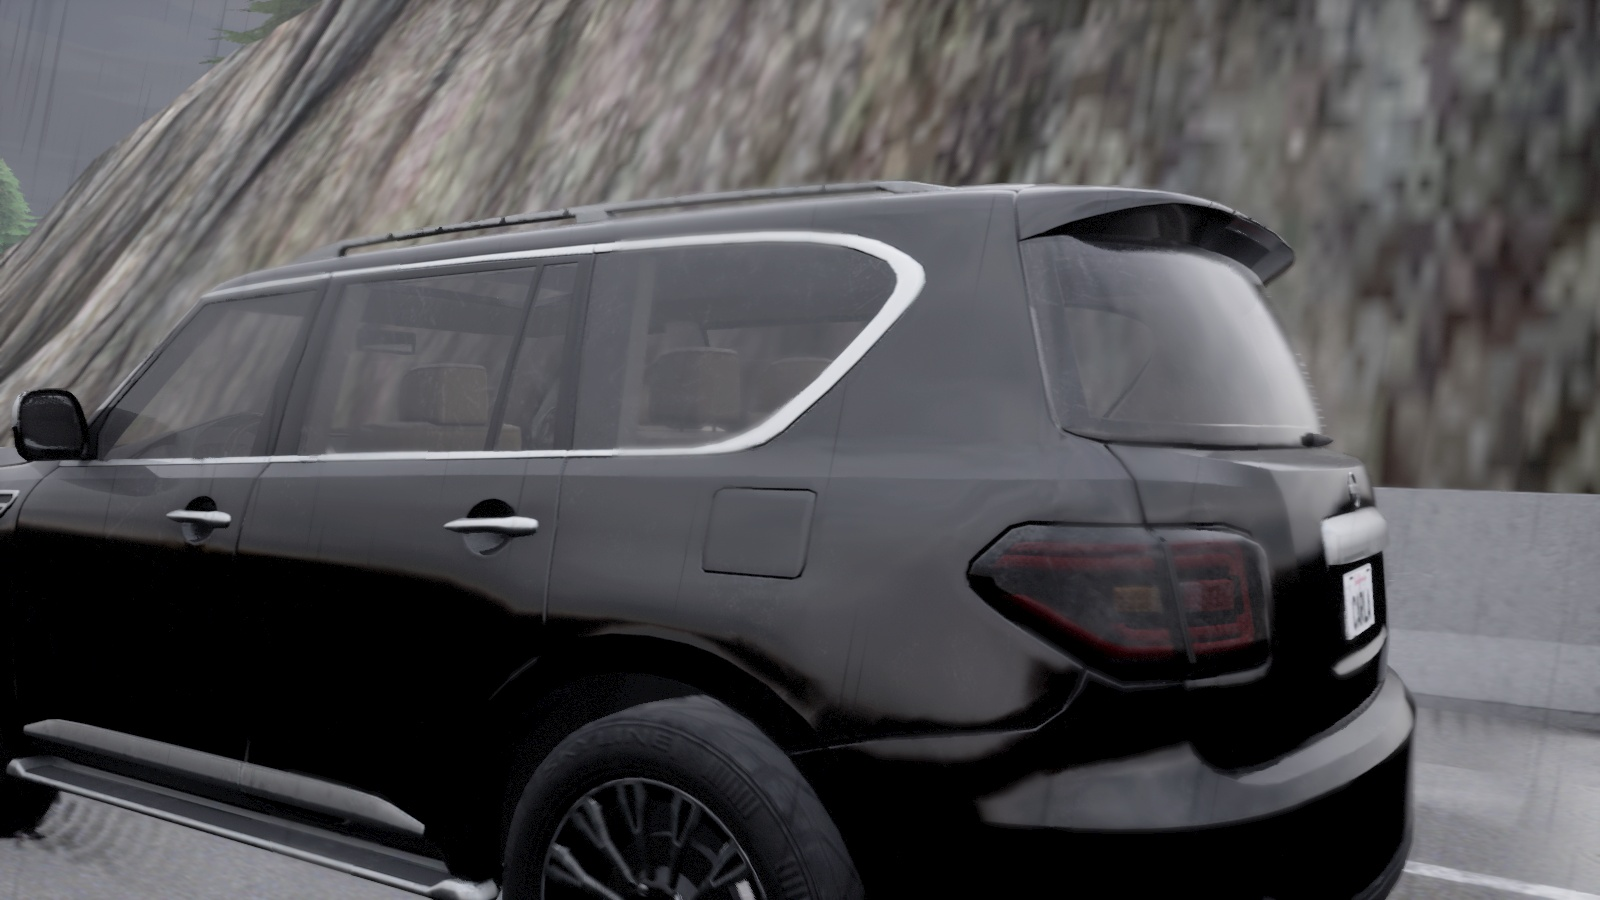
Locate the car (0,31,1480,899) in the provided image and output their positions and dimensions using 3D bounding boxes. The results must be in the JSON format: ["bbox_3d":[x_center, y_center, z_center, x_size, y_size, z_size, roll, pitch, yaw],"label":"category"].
[{"bbox_3d":[-0.960,0.401,4.256,5.566,2.045,2.150,0,1,34],"label":"car"}]
